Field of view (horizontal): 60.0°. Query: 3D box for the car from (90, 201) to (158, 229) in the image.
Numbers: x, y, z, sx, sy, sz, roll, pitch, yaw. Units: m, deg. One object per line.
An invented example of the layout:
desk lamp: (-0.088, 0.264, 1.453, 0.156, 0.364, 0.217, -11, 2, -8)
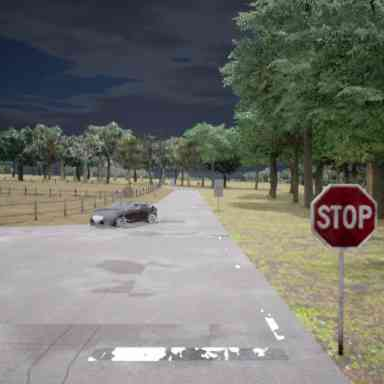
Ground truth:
car: (-3.932, 1.290, 20.028, 2.128, 1.511, 4.902, 2, 1, 29)
